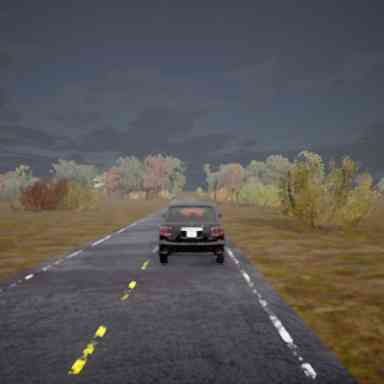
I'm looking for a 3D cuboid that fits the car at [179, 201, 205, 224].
[{"bbox_3d":[0.010,1.646,28.417,2.097,1.767,4.553,0,-1,0],"label":"car"}]

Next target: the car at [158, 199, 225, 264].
[{"bbox_3d":[0.004,1.359,12.560,2.150,2.045,5.566,0,0,0],"label":"car"}]

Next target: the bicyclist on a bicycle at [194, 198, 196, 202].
[{"bbox_3d":[0.792,2.284,87.289,0.866,1.612,1.509,0,-1,0],"label":"bicyclist on a bicycle"}]

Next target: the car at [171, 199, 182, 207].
[{"bbox_3d":[-3.047,2.144,64.552,1.837,1.490,4.892,0,0,1],"label":"car"}]
